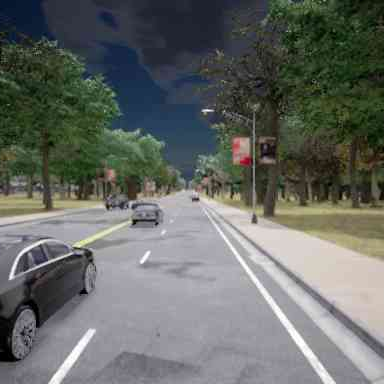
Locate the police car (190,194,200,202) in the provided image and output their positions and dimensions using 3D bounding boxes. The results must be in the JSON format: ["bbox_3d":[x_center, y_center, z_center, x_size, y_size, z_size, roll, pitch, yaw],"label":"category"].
[{"bbox_3d":[0.988,1.664,83.983,1.930,1.638,5.238,0,0,0],"label":"police car"}]

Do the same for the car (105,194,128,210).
[{"bbox_3d":[-9.821,1.322,44.195,2.150,2.045,5.566,0,-1,0],"label":"car"}]

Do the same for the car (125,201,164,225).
[{"bbox_3d":[-3.147,1.594,24.284,2.033,1.411,5.357,0,0,0],"label":"car"}]

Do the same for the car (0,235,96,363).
[{"bbox_3d":[-3.148,1.501,5.857,2.128,1.511,4.902,0,0,0],"label":"car"}]

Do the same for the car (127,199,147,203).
[{"bbox_3d":[-6.581,1.695,42.629,1.895,1.301,4.718,0,0,0],"label":"car"}]
